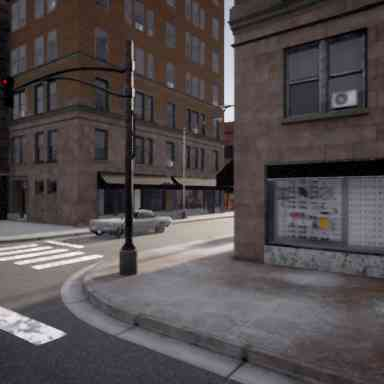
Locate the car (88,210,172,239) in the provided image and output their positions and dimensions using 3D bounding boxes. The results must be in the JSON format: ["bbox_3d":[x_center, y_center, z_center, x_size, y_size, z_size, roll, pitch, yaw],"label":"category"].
[{"bbox_3d":[-3.272,1.659,18.138,1.895,1.301,4.718,0,0,35],"label":"car"}]
